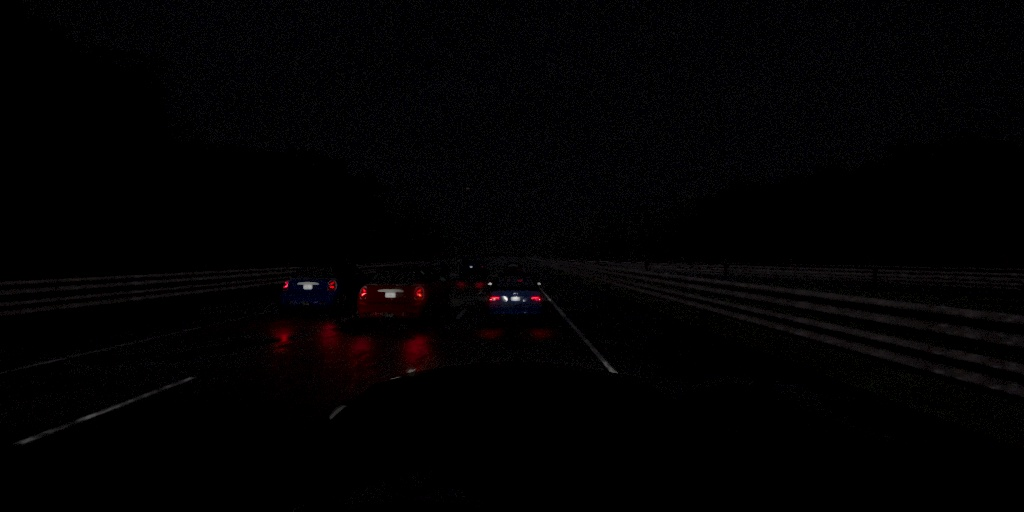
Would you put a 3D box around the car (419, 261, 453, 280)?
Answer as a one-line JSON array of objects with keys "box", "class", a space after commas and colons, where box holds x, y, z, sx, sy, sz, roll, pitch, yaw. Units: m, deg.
[{"box": [-6.903, 1.285, 33.196, 2.128, 1.511, 4.902, 0, 0, 0], "class": "car"}]

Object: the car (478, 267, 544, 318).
[{"box": [0.100, 1.306, 13.019, 2.033, 1.411, 5.357, 0, 0, 0], "class": "car"}]

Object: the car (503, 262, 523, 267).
[{"box": [0.098, 1.319, 34.277, 1.812, 1.442, 4.674, 0, 0, 0], "class": "car"}]

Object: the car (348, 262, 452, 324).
[{"box": [-3.390, 1.100, 12.139, 2.097, 1.767, 4.553, 1, 0, 0], "class": "car"}]

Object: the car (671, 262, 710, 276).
[{"box": [20.734, 1.458, 41.976, 2.163, 1.488, 4.792, 0, 0, -19], "class": "car"}]

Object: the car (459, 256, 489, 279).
[{"box": [-3.400, 1.011, 32.534, 2.150, 2.045, 5.566, 0, 0, 0], "class": "car"}]

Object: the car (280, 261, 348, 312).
[{"box": [-6.894, 1.088, 14.240, 2.097, 1.767, 4.553, 1, -1, 0], "class": "car"}]
